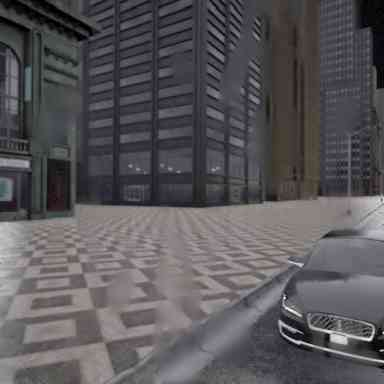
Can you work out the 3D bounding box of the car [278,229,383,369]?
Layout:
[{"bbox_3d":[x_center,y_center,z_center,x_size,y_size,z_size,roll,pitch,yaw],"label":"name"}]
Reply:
[{"bbox_3d":[3.040,1.506,6.023,1.837,1.490,4.892,0,0,32],"label":"car"}]
